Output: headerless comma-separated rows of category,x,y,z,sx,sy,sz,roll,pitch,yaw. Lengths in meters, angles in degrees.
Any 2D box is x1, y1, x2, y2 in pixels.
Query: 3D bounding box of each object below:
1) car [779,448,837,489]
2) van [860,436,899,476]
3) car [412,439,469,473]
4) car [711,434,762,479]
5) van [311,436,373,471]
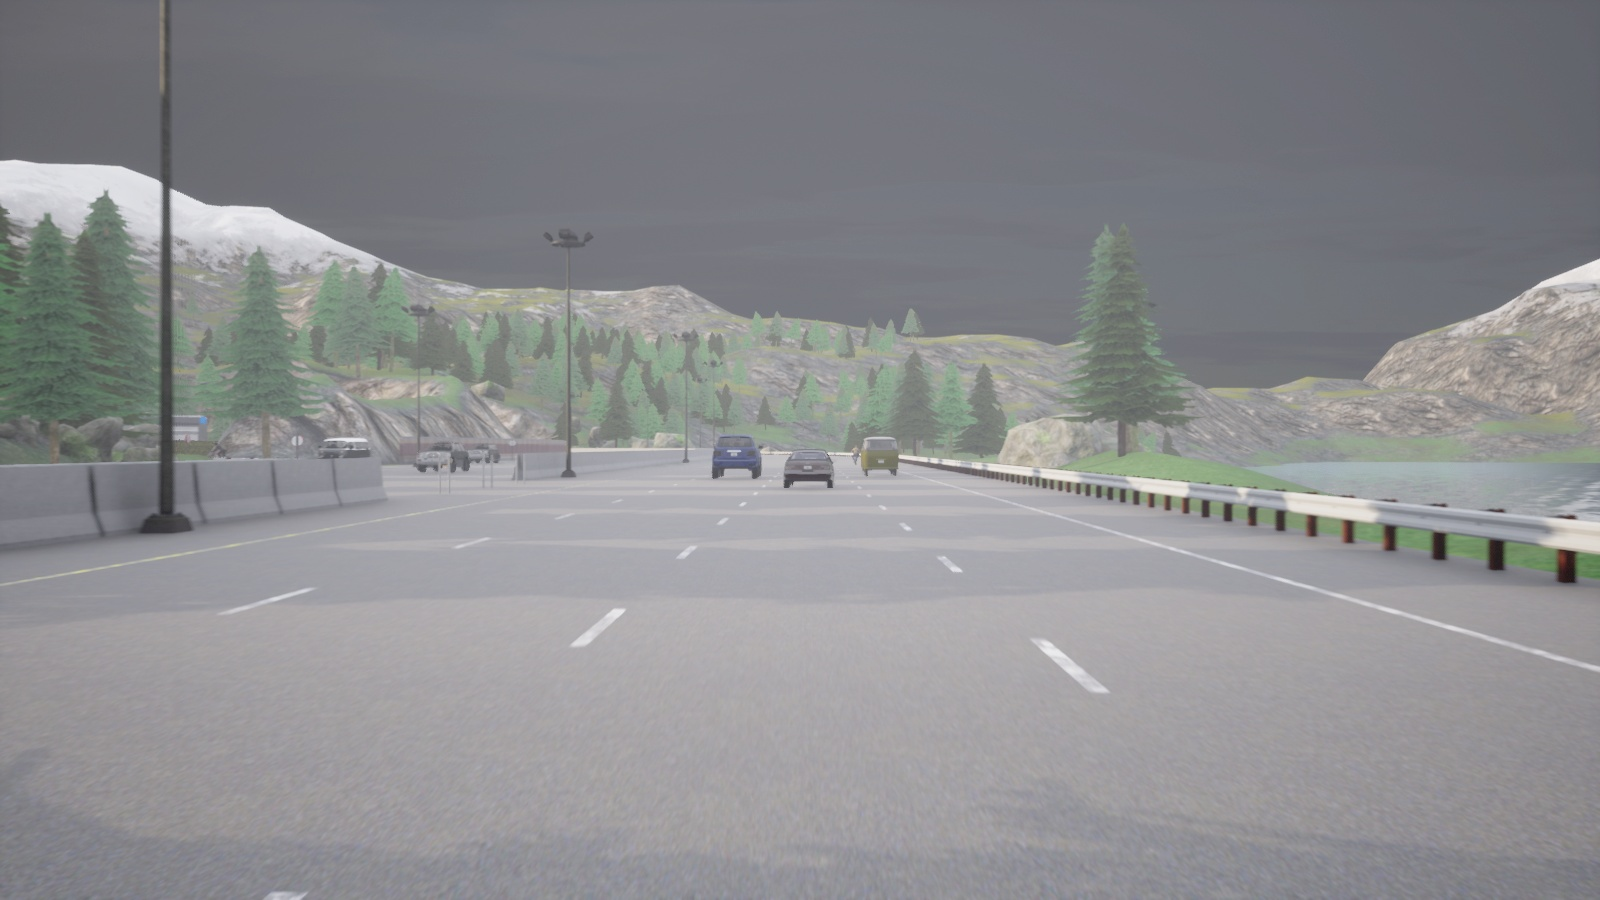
car,0.362,0.654,46.705,2.033,1.411,5.357,0,0,2
van,4.049,0.308,64.485,1.775,1.987,4.442,0,0,0
car,-20.390,0.331,71.437,1.932,1.855,4.605,0,0,0
car,-2.988,0.282,60.132,2.150,2.045,5.566,0,0,0
van,-27.363,0.223,75.186,2.069,2.038,4.480,0,0,1
